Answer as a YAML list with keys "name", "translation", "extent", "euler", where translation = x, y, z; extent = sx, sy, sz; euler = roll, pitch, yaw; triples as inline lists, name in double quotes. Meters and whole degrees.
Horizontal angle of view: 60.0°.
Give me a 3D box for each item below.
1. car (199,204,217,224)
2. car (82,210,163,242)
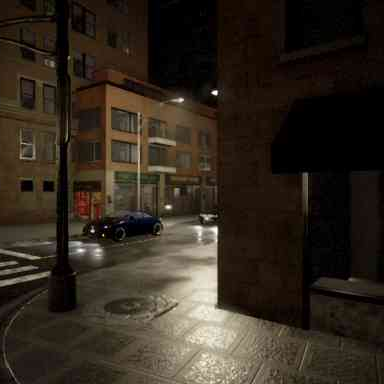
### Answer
- name: "car"
  translation: [2.362, 1.580, 24.711]
  extent: [1.812, 1.442, 4.674]
  euler: [0, 0, 35]
- name: "car"
  translation: [-3.353, 1.594, 16.704]
  extent: [1.994, 1.385, 4.181]
  euler: [0, 0, 35]
